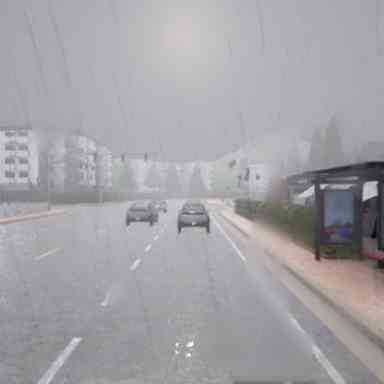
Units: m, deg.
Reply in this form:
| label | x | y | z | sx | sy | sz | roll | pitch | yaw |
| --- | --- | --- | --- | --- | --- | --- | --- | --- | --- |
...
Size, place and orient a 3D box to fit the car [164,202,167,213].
| label | x | y | z | sx | sy | sz | roll | pitch | yaw |
| --- | --- | --- | --- | --- | --- | --- | --- | --- | --- |
| car | -3.806 | 1.537 | 37.356 | 2.033 | 1.411 | 5.357 | 0 | 0 | -6 |

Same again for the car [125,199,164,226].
| label | x | y | z | sx | sy | sz | roll | pitch | yaw |
| --- | --- | --- | --- | --- | --- | --- | --- | --- | --- |
| car | -3.401 | 1.486 | 23.328 | 2.128 | 1.511 | 4.902 | 0 | 0 | 0 |

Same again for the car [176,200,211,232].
| label | x | y | z | sx | sy | sz | roll | pitch | yaw |
| --- | --- | --- | --- | --- | --- | --- | --- | --- | --- |
| car | 0.099 | 1.485 | 19.982 | 2.128 | 1.511 | 4.902 | 0 | 0 | 0 |

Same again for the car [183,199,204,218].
| label | x | y | z | sx | sy | sz | roll | pitch | yaw |
| --- | --- | --- | --- | --- | --- | --- | --- | --- | --- |
| car | 0.101 | 1.496 | 31.178 | 1.837 | 1.490 | 4.892 | 0 | 0 | 0 |
